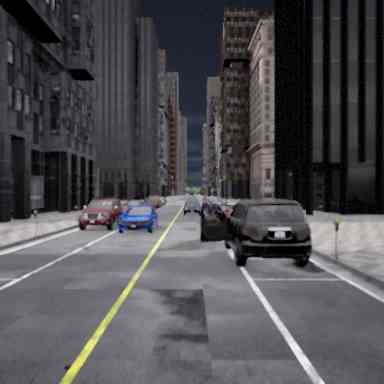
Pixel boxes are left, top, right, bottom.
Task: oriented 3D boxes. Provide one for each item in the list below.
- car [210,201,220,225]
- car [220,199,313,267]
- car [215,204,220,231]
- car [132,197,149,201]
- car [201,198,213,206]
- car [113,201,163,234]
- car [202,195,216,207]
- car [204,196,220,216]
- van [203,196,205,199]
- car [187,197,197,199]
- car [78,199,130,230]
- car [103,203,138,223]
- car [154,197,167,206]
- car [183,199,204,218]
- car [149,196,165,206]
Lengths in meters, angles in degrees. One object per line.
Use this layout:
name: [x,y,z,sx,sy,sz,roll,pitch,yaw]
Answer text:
car: [2.764,1.662,27.326,1.947,1.339,4.313,0,0,0]
car: [2.396,1.262,11.750,2.150,2.045,5.566,0,0,0]
car: [2.763,1.658,21.725,1.802,1.307,4.206,0,0,0]
car: [-5.761,1.556,32.927,1.967,1.590,4.097,0,0,0]
car: [2.770,1.767,60.937,2.008,1.369,4.403,0,0,0]
car: [-3.097,1.548,20.080,1.882,1.535,5.008,0,0,0]
car: [2.768,1.511,55.336,2.192,1.841,5.009,0,0,0]
car: [2.766,1.576,38.530,1.967,1.590,4.097,0,0,0]
van: [2.766,1.497,44.132,1.690,1.788,3.998,0,0,0]
car: [0.010,1.521,47.982,2.097,1.767,4.553,0,0,0]
car: [-5.763,1.392,21.724,2.192,1.841,5.009,0,0,0]
car: [-5.761,1.662,27.324,1.947,1.339,4.313,0,0,0]
car: [-5.755,1.657,60.938,1.967,1.590,4.097,0,0,0]
car: [0.052,1.727,35.825,1.895,1.301,4.718,0,0,1]
car: [-5.758,1.491,49.734,2.192,1.841,5.009,0,0,0]
